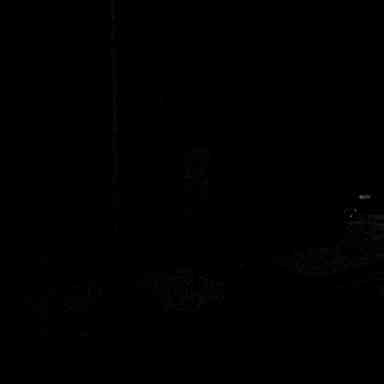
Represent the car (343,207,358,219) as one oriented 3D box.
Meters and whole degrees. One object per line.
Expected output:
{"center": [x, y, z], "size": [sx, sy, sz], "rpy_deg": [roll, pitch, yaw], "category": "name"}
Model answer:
{"center": [9.824, 1.365, 25.069], "size": [1.895, 1.301, 4.718], "rpy_deg": [-1, 1, -38], "category": "car"}
